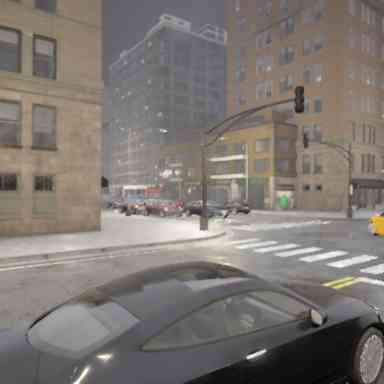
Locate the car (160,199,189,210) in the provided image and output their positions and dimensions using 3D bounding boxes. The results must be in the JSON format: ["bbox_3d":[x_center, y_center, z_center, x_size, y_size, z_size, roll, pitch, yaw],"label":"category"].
[{"bbox_3d":[-2.280,1.571,42.645,1.802,1.307,4.206,0,0,-35],"label":"car"}]

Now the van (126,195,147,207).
[{"bbox_3d":[-8.631,1.333,51.652,1.690,1.788,3.998,0,0,-35],"label":"van"}]

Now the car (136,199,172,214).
[{"bbox_3d":[-4.184,1.500,35.823,1.812,1.442,4.674,0,0,-35],"label":"car"}]

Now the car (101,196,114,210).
[{"bbox_3d":[-12.014,1.548,42.523,1.802,1.307,4.206,0,0,-35],"label":"car"}]

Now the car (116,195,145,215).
[{"bbox_3d":[-5.661,1.407,33.516,1.967,1.590,4.097,0,0,-35],"label":"car"}]

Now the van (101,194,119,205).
[{"bbox_3d":[-14.983,1.340,60.658,1.690,1.788,3.998,0,0,-35],"label":"van"}]

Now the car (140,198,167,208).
[{"bbox_3d":[-5.456,1.556,47.148,1.947,1.339,4.313,0,0,-35],"label":"car"}]

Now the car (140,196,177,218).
[{"bbox_3d":[-2.485,1.408,29.013,1.967,1.590,4.097,0,0,-35],"label":"car"}]

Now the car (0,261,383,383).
[{"bbox_3d":[0.259,1.524,3.622,4.674,1.442,1.812,0,0,-35],"label":"car"}]

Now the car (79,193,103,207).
[{"bbox_3d":[-16.142,1.200,52.886,2.150,2.045,5.566,0,0,-35],"label":"car"}]

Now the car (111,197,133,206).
[{"bbox_3d":[-11.808,1.545,56.155,2.008,1.369,4.403,0,0,-35],"label":"car"}]

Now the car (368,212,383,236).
[{"bbox_3d":[9.704,1.459,15.160,1.882,1.535,5.008,1,0,12],"label":"car"}]

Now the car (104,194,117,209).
[{"bbox_3d":[-10.002,1.326,44.100,2.097,1.767,4.553,0,0,-35],"label":"car"}]

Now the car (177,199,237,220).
[{"bbox_3d":[1.156,1.468,28.248,2.128,1.511,4.902,0,0,-35],"label":"car"}]

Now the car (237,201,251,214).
[{"bbox_3d":[4.073,1.558,33.637,1.947,1.339,4.313,0,0,-35],"label":"car"}]
